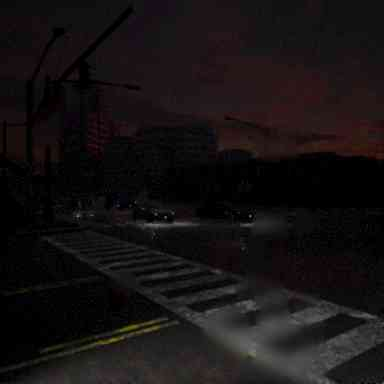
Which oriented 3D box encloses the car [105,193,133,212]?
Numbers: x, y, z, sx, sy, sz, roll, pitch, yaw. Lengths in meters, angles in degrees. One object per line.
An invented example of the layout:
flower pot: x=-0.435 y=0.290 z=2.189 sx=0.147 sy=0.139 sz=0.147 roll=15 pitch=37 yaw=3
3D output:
car: x=-8.447 y=1.168 z=39.199 sx=2.150 sy=2.045 sz=5.566 roll=0 pitch=0 yaw=-36

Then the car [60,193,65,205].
car: x=-20.943 y=1.152 z=56.775 sx=2.150 sy=2.045 sz=5.566 roll=0 pitch=0 yaw=-36

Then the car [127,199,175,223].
car: x=-3.048 y=1.485 z=25.138 sx=1.812 sy=1.442 sz=4.674 roll=0 pitch=0 yaw=-31

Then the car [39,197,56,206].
car: x=-23.886 y=1.477 z=54.877 sx=1.882 sy=1.535 sz=5.008 roll=0 pitch=0 yaw=-36

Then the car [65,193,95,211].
car: x=-13.260 y=1.310 z=39.911 sx=2.097 sy=1.767 sz=4.553 roll=0 pitch=0 yaw=-36

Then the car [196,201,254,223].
car: x=2.397 y=1.451 z=24.992 sx=1.837 sy=1.490 sz=4.892 roll=-1 pitch=0 yaw=-44
